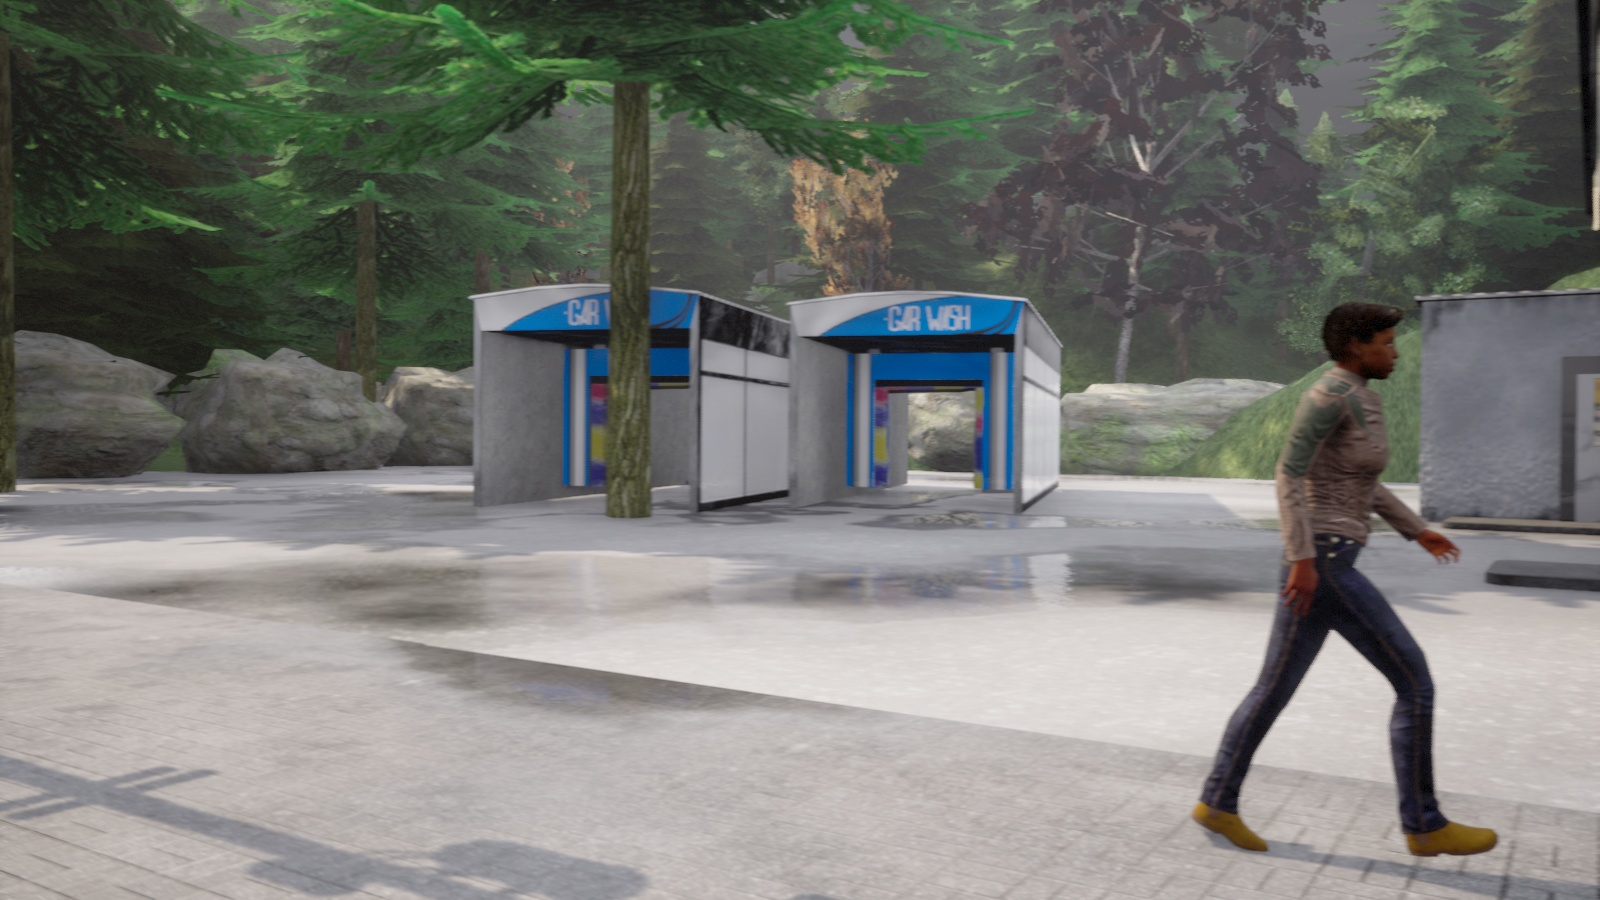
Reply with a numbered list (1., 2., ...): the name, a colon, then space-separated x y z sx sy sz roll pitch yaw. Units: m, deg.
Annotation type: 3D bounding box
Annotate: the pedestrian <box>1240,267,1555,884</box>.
1. pedestrian: 1.879 0.368 4.001 0.869 1.805 0.328 0 1 25
